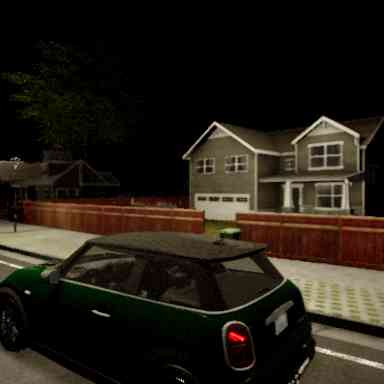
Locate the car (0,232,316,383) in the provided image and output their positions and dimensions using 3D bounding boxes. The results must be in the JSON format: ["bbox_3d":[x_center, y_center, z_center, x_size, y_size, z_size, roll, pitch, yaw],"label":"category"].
[{"bbox_3d":[-0.808,1.345,4.614,4.553,1.767,2.097,0,0,36],"label":"car"}]
